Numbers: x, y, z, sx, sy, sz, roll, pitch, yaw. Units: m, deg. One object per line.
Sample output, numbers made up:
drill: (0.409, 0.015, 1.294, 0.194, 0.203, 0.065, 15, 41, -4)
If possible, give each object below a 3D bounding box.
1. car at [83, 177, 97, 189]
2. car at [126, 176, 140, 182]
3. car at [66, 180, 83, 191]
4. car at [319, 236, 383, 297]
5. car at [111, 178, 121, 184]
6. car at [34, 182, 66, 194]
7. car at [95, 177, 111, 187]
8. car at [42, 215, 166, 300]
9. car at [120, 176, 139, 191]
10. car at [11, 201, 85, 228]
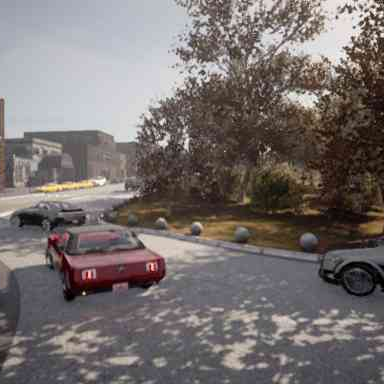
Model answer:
car: (-20.581, -1.454, 62.852, 1.946, 1.575, 5.366, 0, 4, 10)
car: (-15.937, -3.491, 90.331, 2.231, 1.521, 4.892, 0, 4, 10)
car: (-21.499, -1.051, 57.419, 1.946, 1.575, 5.366, 0, 4, 10)
car: (4.970, 1.474, 7.127, 4.181, 1.385, 1.994, 1, 1, 25)
car: (-17.783, -2.653, 79.430, 2.163, 1.488, 4.792, 0, 4, 10)
car: (-22.427, -0.645, 51.990, 1.946, 1.575, 5.366, 0, 4, 10)
car: (-19.615, -2.126, 68.546, 2.435, 2.045, 5.566, 0, 4, 10)
car: (-2.407, 1.483, 8.240, 1.895, 1.301, 4.718, 0, 1, -29)
car: (-9.684, -1.300, 56.630, 2.150, 2.045, 5.566, 0, 3, 9)
car: (-7.809, 1.234, 17.913, 4.902, 1.511, 2.128, 1, 1, 34)
